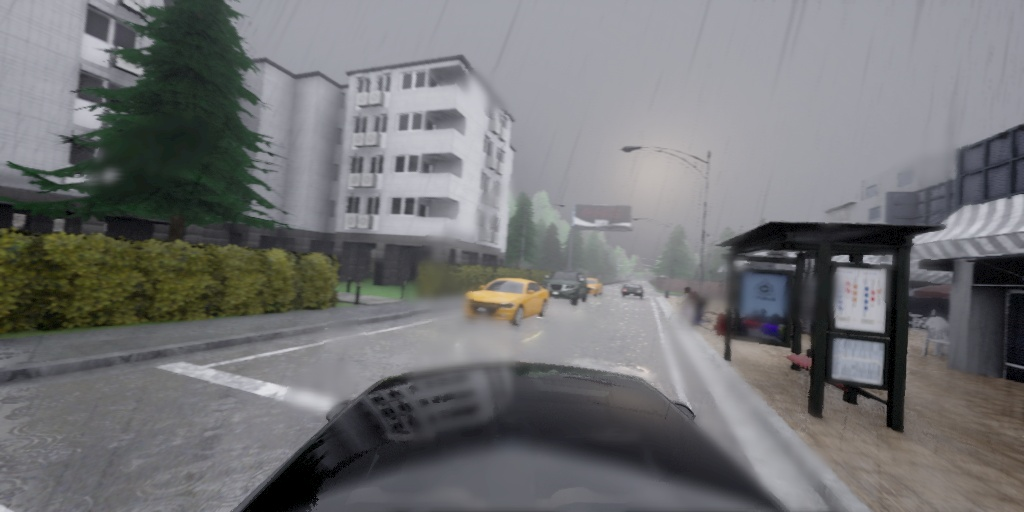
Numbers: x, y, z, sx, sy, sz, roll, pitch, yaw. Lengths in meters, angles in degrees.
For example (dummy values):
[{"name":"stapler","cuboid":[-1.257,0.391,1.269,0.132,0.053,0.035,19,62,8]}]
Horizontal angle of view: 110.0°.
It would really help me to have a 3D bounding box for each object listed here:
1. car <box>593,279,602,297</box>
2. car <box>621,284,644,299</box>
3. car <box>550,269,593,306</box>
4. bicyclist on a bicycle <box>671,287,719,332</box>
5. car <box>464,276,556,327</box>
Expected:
[{"name":"car","cuboid":[6.934,2.743,32.240,1.882,1.535,5.008,4,-2,21]},{"name":"car","cuboid":[11.426,3.271,33.900,1.895,1.301,4.718,4,-2,21]},{"name":"car","cuboid":[3.461,1.904,22.881,2.150,2.045,5.566,4,-2,21]},{"name":"bicyclist on a bicycle","cuboid":[6.635,1.945,13.034,1.656,1.620,0.582,-5,-5,20]},{"name":"car","cuboid":[-0.008,1.581,13.557,1.882,1.535,5.008,4,-2,20]}]
